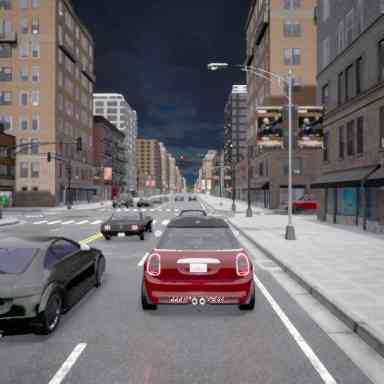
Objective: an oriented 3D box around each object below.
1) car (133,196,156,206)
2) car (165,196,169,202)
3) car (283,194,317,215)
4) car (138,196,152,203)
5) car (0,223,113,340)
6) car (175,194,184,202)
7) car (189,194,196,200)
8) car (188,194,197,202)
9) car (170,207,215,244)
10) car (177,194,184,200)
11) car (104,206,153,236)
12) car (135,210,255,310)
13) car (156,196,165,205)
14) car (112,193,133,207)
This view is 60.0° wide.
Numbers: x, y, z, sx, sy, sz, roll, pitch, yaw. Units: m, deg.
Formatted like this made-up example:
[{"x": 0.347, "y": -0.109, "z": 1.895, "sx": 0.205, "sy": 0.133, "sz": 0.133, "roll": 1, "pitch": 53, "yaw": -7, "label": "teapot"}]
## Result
[{"x": -6.481, "y": 1.594, "z": 45.928, "sx": 1.895, "sy": 1.301, "sz": 4.718, "roll": 0, "pitch": 0, "yaw": 0, "label": "car"}, {"x": -6.315, "y": 1.534, "z": 74.495, "sx": 1.994, "sy": 1.385, "sz": 4.181, "roll": 0, "pitch": 0, "yaw": 0, "label": "car"}, {"x": 12.351, "y": 1.257, "z": 34.476, "sx": 5.566, "sy": 2.045, "sz": 2.150, "roll": 0, "pitch": 0, "yaw": 0, "label": "car"}, {"x": -9.583, "y": 1.532, "z": 68.341, "sx": 2.033, "sy": 1.411, "sz": 5.357, "roll": 0, "pitch": 0, "yaw": 0, "label": "car"}, {"x": -3.131, "y": 1.564, "z": 6.668, "sx": 1.994, "sy": 1.385, "sz": 4.181, "roll": 0, "pitch": 0, "yaw": 0, "label": "car"}, {"x": -3.055, "y": 1.530, "z": 78.290, "sx": 1.994, "sy": 1.385, "sz": 4.181, "roll": 0, "pitch": 0, "yaw": 0, "label": "car"}, {"x": 0.220, "y": 1.370, "z": 88.285, "sx": 1.812, "sy": 1.442, "sz": 4.674, "roll": 0, "pitch": 0, "yaw": 0, "label": "car"}, {"x": 0.195, "y": 1.333, "z": 78.252, "sx": 2.097, "sy": 1.767, "sz": 4.553, "roll": 0, "pitch": 0, "yaw": 0, "label": "car"}, {"x": 0.051, "y": 1.563, "z": 16.663, "sx": 1.994, "sy": 1.385, "sz": 4.181, "roll": 0, "pitch": 0, "yaw": 1, "label": "car"}, {"x": -3.030, "y": 1.370, "z": 88.293, "sx": 1.812, "sy": 1.442, "sz": 4.674, "roll": 0, "pitch": 0, "yaw": 0, "label": "car"}, {"x": -3.109, "y": 1.600, "z": 16.899, "sx": 1.895, "sy": 1.301, "sz": 4.718, "roll": 0, "pitch": 0, "yaw": 0, "label": "car"}, {"x": 0.119, "y": 1.352, "z": 7.960, "sx": 2.097, "sy": 1.767, "sz": 4.553, "roll": 0, "pitch": 0, "yaw": 0, "label": "car"}, {"x": -6.426, "y": 1.552, "z": 59.804, "sx": 1.994, "sy": 1.385, "sz": 4.181, "roll": 0, "pitch": 0, "yaw": 0, "label": "car"}, {"x": -9.728, "y": 1.214, "z": 47.187, "sx": 2.150, "sy": 2.045, "sz": 5.566, "roll": 0, "pitch": 0, "yaw": 0, "label": "car"}]
